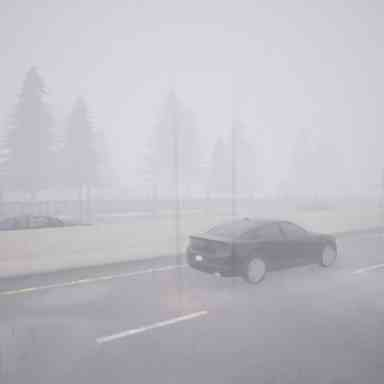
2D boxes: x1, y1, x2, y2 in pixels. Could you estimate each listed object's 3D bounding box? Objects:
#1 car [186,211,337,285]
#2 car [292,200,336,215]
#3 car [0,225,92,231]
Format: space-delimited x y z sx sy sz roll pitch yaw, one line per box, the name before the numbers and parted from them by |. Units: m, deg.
car | 2.183 1.466 9.604 5.008 1.535 1.882 0 0 -36
car | 12.687 1.555 34.525 4.718 1.301 1.895 0 0 -35
car | -6.383 1.544 12.339 5.357 1.411 2.033 0 0 -36
